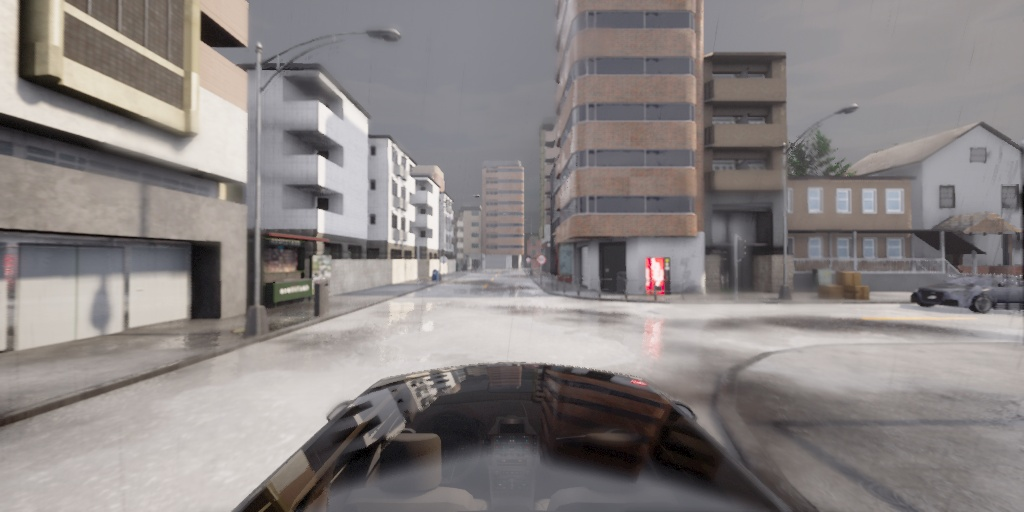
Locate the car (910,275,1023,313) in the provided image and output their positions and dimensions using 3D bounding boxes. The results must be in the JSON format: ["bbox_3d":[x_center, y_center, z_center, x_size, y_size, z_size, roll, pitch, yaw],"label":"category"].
[{"bbox_3d":[18.721,1.463,14.289,4.181,1.385,1.994,0,-1,0],"label":"car"}]
